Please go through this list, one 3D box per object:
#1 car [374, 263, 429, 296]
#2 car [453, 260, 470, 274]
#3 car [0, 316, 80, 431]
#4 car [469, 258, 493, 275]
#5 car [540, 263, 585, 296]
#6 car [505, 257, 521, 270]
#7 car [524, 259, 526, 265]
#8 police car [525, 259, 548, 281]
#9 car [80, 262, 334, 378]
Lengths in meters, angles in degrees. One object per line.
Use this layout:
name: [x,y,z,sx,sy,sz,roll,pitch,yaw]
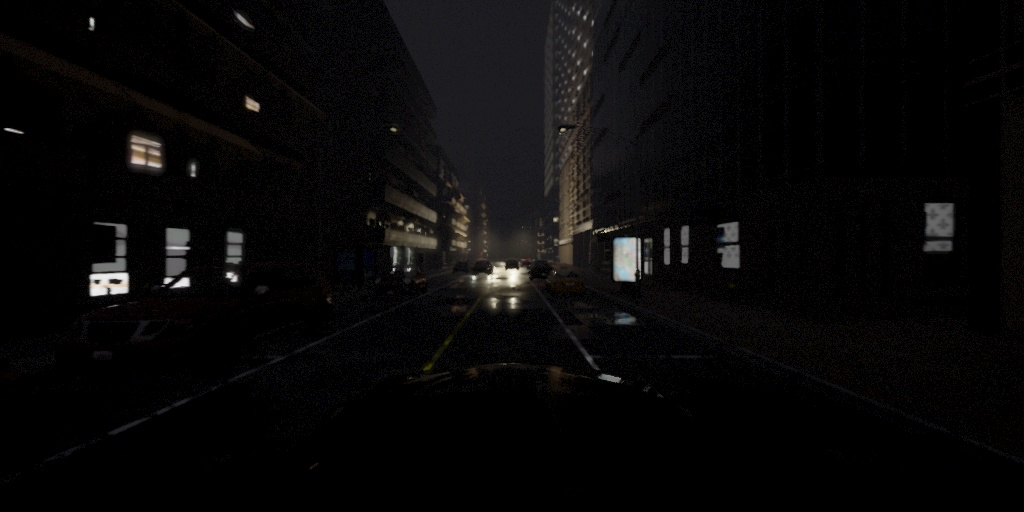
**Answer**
car: [-5.693,1.184,18.796,1.967,1.591,4.097,0,0,0]
car: [-5.695,1.307,41.390,1.948,1.339,4.313,0,0,0]
car: [-5.691,1.332,1.850,1.802,1.307,4.207,0,0,0]
car: [-3.093,1.219,38.487,1.882,1.535,5.008,0,0,0]
car: [2.688,1.270,18.967,1.751,1.417,4.829,0,0,0]
car: [0.013,1.220,50.766,1.882,1.535,5.008,0,0,0]
car: [2.686,1.307,41.391,1.948,1.339,4.313,0,0,0]
police car: [2.364,1.167,29.714,1.930,1.638,5.238,0,0,0]
car: [-5.692,1.063,7.499,2.192,1.841,5.009,0,0,0]
